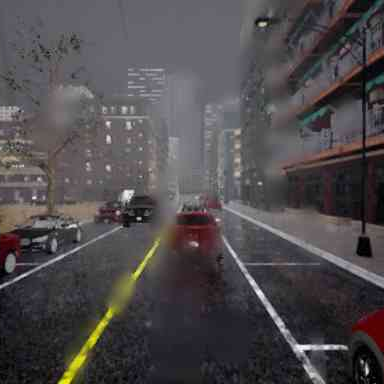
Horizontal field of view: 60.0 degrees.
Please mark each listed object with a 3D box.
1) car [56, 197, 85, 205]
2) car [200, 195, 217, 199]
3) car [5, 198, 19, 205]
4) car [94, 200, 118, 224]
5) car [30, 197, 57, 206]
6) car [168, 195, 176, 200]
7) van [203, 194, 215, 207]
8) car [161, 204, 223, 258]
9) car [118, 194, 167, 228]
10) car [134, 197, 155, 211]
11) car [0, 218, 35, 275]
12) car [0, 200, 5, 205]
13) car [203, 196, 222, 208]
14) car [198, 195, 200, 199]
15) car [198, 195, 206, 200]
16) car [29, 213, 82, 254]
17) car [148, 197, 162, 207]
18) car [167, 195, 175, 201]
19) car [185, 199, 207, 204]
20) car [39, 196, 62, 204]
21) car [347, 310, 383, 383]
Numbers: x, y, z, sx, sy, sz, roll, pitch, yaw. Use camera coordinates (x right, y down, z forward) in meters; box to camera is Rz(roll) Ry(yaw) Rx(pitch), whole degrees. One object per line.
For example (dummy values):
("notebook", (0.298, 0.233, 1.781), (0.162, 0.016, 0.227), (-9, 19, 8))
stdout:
("car", (-22.437, 1.840, 62.596), (4.403, 1.369, 2.008), (-1, 1, 0))
("car", (2.657, 1.273, 46.326), (2.192, 1.841, 5.009), (0, 0, 0))
("car", (-39.212, 2.046, 71.056), (4.206, 1.307, 1.802), (-1, 1, 0))
("car", (-5.711, 1.414, 24.212), (1.967, 1.590, 4.097), (0, 0, 0))
("car", (-28.007, 1.921, 62.553), (4.403, 1.369, 2.008), (-1, 1, 0))
("car", (-5.749, 1.512, 95.303), (1.947, 1.339, 4.313), (0, 0, 0))
("van", (2.654, 1.297, 51.854), (1.690, 1.788, 3.998), (0, 0, 0))
("car", (0.078, 1.463, 12.759), (1.882, 1.535, 5.008), (0, 0, 0))
("car", (-3.113, 1.197, 22.273), (2.150, 2.045, 5.566), (0, 0, 0))
("car", (-5.720, 1.402, 40.795), (1.967, 1.590, 4.097), (0, 0, 0))
("car", (-5.701, 1.536, 7.629), (1.887, 1.381, 4.507), (0, 0, 0))
("car", (-38.436, 2.068, 62.518), (4.507, 1.381, 1.887), (-1, 1, 0))
("car", (2.662, 1.506, 40.798), (1.887, 1.381, 4.507), (0, 0, 0))
("car", (2.638, 1.528, 84.249), (1.802, 1.307, 4.206), (0, 0, 0))
("car", (2.635, 1.512, 89.772), (1.947, 1.339, 4.313), (0, 0, 0))
("car", (-5.704, 1.536, 13.157), (2.008, 1.369, 4.403), (0, 0, 0))
("car", (-5.725, 1.538, 51.851), (1.802, 1.307, 4.206), (0, 0, 0))
("car", (-5.743, 1.512, 84.256), (1.947, 1.339, 4.313), (0, 0, 0))
("car", (0.076, 1.569, 30.379), (1.895, 1.301, 4.718), (0, 0, 0))
("car", (-30.311, 1.773, 71.172), (4.097, 1.590, 1.967), (-1, 1, 0))
("car", (2.682, 1.438, 2.106), (1.967, 1.590, 4.097), (0, 0, 0))
